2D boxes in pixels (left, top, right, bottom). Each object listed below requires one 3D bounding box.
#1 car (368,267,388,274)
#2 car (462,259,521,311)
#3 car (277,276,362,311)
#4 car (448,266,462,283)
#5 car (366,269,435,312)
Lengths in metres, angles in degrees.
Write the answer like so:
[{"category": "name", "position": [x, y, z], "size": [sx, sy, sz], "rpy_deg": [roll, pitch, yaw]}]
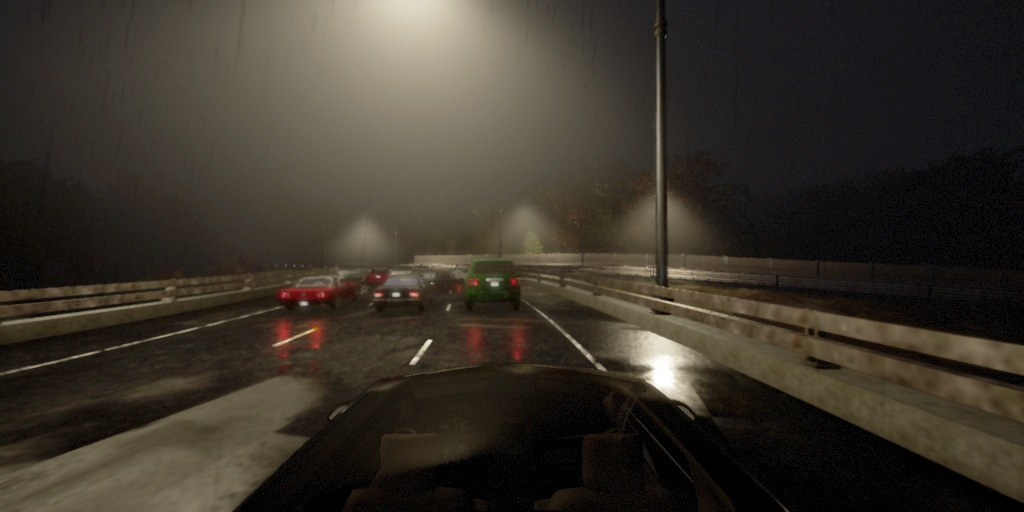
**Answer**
[{"category": "car", "position": [-11.251, 1.648, 30.596], "size": [1.994, 1.385, 4.181], "rpy_deg": [0, -1, -16]}, {"category": "car", "position": [-0.978, 1.131, 15.697], "size": [2.150, 2.045, 5.566], "rpy_deg": [0, 0, -8]}, {"category": "car", "position": [-8.026, 1.514, 15.515], "size": [1.895, 1.301, 4.718], "rpy_deg": [0, -1, -8]}, {"category": "car", "position": [-4.622, 1.627, 32.854], "size": [1.812, 1.442, 4.674], "rpy_deg": [0, 0, -17]}, {"category": "car", "position": [-4.445, 1.453, 15.222], "size": [2.033, 1.411, 5.357], "rpy_deg": [0, -1, -8]}]
